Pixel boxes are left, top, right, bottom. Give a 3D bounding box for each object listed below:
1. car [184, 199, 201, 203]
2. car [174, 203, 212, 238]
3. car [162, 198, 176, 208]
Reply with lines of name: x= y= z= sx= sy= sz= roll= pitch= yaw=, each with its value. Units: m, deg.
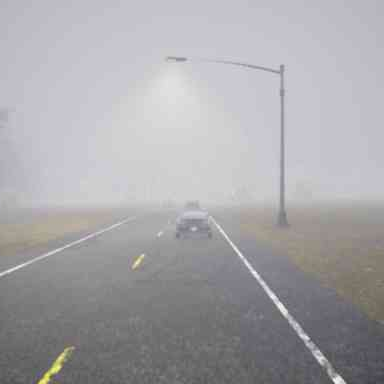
car: x=0.091 y=1.602 z=38.629 sx=1.837 sy=1.490 sz=4.892 roll=0 pitch=0 yaw=0
car: x=0.092 y=1.570 z=17.947 sx=1.812 sy=1.442 sz=4.674 roll=0 pitch=0 yaw=0
car: x=-3.511 y=1.662 z=51.088 sx=1.812 sy=1.442 sz=4.674 roll=0 pitch=0 yaw=0
